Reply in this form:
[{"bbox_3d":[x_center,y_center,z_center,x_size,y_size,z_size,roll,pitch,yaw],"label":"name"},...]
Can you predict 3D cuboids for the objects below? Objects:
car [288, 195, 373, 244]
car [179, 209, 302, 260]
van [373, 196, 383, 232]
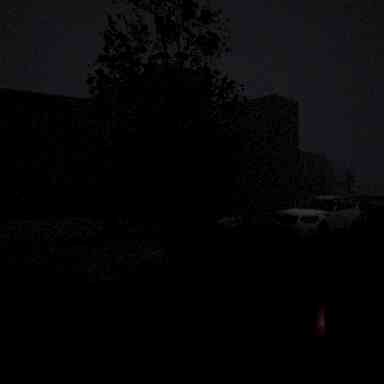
[{"bbox_3d":[6.060,1.171,15.724,5.566,2.045,2.435,1,0,-42],"label":"car"},{"bbox_3d":[1.714,1.468,12.252,4.674,1.452,2.002,1,0,-38],"label":"car"},{"bbox_3d":[10.235,1.189,19.308,4.442,1.987,1.878,1,0,-43],"label":"van"}]
